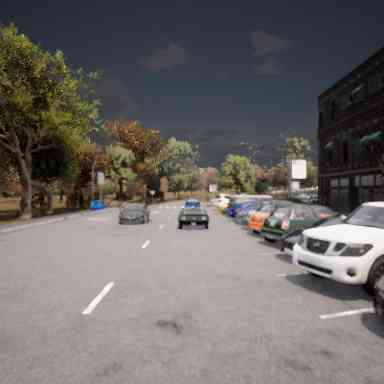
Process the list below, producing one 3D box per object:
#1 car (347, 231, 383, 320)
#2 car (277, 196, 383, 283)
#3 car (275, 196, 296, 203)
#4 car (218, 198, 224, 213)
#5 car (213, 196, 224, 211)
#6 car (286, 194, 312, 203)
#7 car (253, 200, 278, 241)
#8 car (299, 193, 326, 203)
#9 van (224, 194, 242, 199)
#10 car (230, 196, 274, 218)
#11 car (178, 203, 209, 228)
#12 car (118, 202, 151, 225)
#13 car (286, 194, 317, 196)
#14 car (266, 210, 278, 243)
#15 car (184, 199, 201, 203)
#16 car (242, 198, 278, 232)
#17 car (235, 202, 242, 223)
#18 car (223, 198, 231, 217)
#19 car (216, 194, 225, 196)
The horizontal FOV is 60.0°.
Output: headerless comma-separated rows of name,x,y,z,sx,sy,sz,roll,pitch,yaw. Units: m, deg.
car,5.312,1.517,5.465,4.792,1.488,2.163,1,0,-20
car,5.324,1.238,8.467,5.566,2.045,2.435,1,0,-20
car,20.910,1.672,74.604,2.163,1.488,4.792,0,-1,-21
car,5.374,1.573,32.504,4.674,1.452,2.002,1,0,-20
car,5.189,1.534,35.446,5.366,1.575,1.946,1,0,-20
car,23.933,1.393,74.690,2.435,2.045,5.566,0,-1,-21
car,5.327,1.371,14.481,4.553,1.767,2.185,1,0,-20
car,26.993,1.394,74.729,2.435,2.045,5.566,1,-1,-22
van,5.482,1.302,29.548,4.442,1.987,1.878,1,0,-20
car,5.404,1.388,23.499,4.553,1.767,2.185,1,0,-20
car,0.101,1.626,22.160,1.895,1.301,4.718,0,0,0
car,-4.133,1.535,24.522,1.837,1.490,4.892,0,0,0
car,18.326,1.347,57.543,2.435,2.045,5.566,0,1,-21
car,5.327,1.522,11.467,4.792,1.488,2.163,1,0,-20
car,0.074,1.542,40.277,1.882,1.535,5.008,0,0,0
car,5.332,1.376,17.482,4.553,1.767,2.185,1,0,-20
car,5.368,1.548,20.490,4.674,1.452,2.002,1,0,-20
car,5.364,1.520,26.502,5.008,1.535,2.097,1,0,-20
car,5.373,1.302,41.540,5.566,2.045,2.435,1,0,-20
